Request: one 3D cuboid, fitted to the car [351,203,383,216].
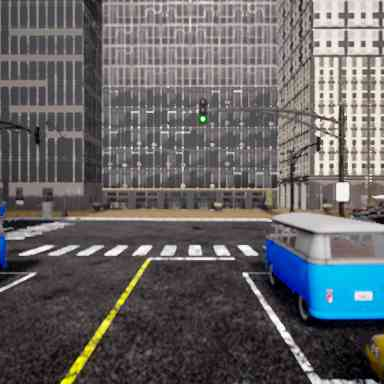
[{"bbox_3d":[13.815,1.755,23.783,4.902,1.511,2.128,0,0,0],"label":"car"}]

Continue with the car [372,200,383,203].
[{"bbox_3d":[15.242,1.572,26.375,5.009,1.841,2.192,0,0,0],"label":"car"}]

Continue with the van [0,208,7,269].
[{"bbox_3d":[-5.702,1.402,7.077,1.690,1.788,3.998,-1,0,0],"label":"van"}]

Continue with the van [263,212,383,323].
[{"bbox_3d":[2.678,1.403,7.047,1.690,1.788,3.998,-1,0,0],"label":"van"}]

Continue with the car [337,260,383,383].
[{"bbox_3d":[2.680,1.540,1.614,1.752,1.417,4.829,-1,0,0],"label":"car"}]

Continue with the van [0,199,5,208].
[{"bbox_3d":[-17.148,1.434,26.574,3.998,1.788,1.690,0,0,0],"label":"van"}]
